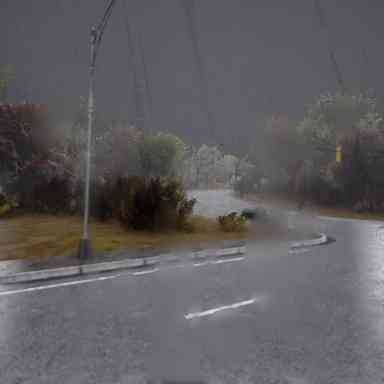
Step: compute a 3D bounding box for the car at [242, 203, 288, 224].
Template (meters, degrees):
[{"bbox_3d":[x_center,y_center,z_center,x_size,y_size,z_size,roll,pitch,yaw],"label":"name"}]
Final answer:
[{"bbox_3d":[6.268,1.810,28.987,2.097,1.767,4.553,3,-1,-25],"label":"car"}]
